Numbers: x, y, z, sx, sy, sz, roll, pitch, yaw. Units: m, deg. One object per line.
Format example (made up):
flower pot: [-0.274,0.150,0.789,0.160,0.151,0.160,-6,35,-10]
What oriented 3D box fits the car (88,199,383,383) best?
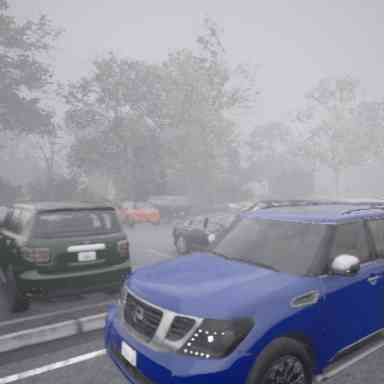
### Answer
car: [1.634,1.230,4.850,5.566,2.045,2.150,0,0,-36]

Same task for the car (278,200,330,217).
car: [11.674,1.668,34.888,2.163,1.488,4.792,0,0,-36]

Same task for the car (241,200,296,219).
car: [7.164,1.601,31.620,2.097,1.535,5.008,0,0,-36]

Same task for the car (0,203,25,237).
car: [-10.972,1.478,18.681,2.097,1.535,5.008,0,0,-35]

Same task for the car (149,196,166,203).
car: [-4.148,1.385,23.503,2.185,1.767,4.553,0,0,-36]

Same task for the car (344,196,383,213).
car: [22.932,1.506,42.873,2.435,2.045,5.566,1,0,-36]

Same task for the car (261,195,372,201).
car: [3.448,1.260,12.929,2.435,2.045,5.566,0,0,-36]

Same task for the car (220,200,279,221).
car: [5.003,1.579,29.852,1.946,1.575,5.366,0,0,-36]

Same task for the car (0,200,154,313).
car: [-3.399,1.228,8.046,2.435,2.045,5.566,0,0,-35]

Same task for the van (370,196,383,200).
van: [8.094,1.319,16.069,1.878,1.987,4.442,0,0,-36]

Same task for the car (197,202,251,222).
car: [2.631,1.603,28.381,2.002,1.452,4.674,0,0,-36]

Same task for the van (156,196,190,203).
van: [-1.970,1.300,25.239,1.878,1.987,4.442,0,0,-36]

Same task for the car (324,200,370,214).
car: [18.386,1.744,39.652,2.002,1.452,4.674,1,0,-36]

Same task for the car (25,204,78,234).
car: [-8.702,1.526,20.296,2.002,1.452,4.674,0,0,-35]

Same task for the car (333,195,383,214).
car: [20.768,1.480,41.324,2.435,2.045,5.566,1,0,-36]

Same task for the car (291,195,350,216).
car: [13.972,1.407,36.463,2.435,2.045,5.566,0,0,-36]

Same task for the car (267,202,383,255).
car: [5.762,1.401,14.507,2.185,1.767,4.553,0,0,-36]

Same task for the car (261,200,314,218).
car: [9.443,1.649,33.220,2.163,1.488,4.792,0,0,-36]

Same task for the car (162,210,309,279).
car: [1.177,1.497,11.281,2.231,1.521,4.892,0,0,-36]
